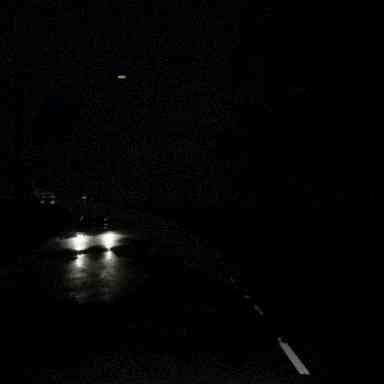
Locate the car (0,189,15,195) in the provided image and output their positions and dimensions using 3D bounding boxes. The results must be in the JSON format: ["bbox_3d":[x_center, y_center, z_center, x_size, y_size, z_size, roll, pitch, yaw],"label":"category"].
[{"bbox_3d":[-42.704,0.030,76.339,5.357,1.411,2.033,2,0,29],"label":"car"}]

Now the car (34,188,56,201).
[{"bbox_3d":[-25.768,0.400,57.835,2.150,2.045,5.566,1,1,-41],"label":"car"}]

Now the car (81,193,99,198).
[{"bbox_3d":[-16.169,0.923,52.575,1.837,1.490,4.892,0,1,-36],"label":"car"}]

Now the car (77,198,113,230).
[{"bbox_3d":[-5.876,1.355,20.280,1.882,1.535,5.008,0,0,-14],"label":"car"}]

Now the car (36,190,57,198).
[{"bbox_3d":[-28.892,0.371,65.867,5.008,1.535,1.882,2,1,42],"label":"car"}]
